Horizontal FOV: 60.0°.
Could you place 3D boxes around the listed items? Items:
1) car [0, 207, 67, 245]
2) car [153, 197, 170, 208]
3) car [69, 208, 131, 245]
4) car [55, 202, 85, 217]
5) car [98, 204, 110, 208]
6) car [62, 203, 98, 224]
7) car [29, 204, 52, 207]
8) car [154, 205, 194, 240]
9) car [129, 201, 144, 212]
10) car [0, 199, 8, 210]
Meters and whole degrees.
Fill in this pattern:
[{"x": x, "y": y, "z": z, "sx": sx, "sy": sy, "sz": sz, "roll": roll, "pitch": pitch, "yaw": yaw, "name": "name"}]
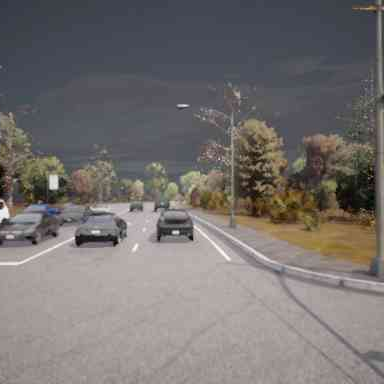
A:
[{"x": -8.009, "y": 1.696, "z": 16.608, "sx": 1.812, "sy": 1.442, "sz": 4.674, "roll": 0, "pitch": -1, "yaw": -5, "name": "car"}, {"x": -4.250, "y": 1.723, "z": 47.141, "sx": 2.150, "sy": 2.045, "sz": 5.566, "roll": 0, "pitch": -1, "yaw": -7, "name": "car"}, {"x": -4.346, "y": 1.723, "z": 16.428, "sx": 1.994, "sy": 1.385, "sz": 4.181, "roll": 0, "pitch": -1, "yaw": -5, "name": "car"}, {"x": -13.725, "y": 1.950, "z": 37.707, "sx": 2.033, "sy": 1.411, "sz": 5.357, "roll": 0, "pitch": -1, "yaw": -7, "name": "car"}, {"x": -9.999, "y": 1.972, "z": 35.971, "sx": 1.895, "sy": 1.301, "sz": 4.718, "roll": 0, "pitch": -1, "yaw": -7, "name": "car"}, {"x": -8.878, "y": 1.761, "z": 25.822, "sx": 1.837, "sy": 1.490, "sz": 4.892, "roll": 0, "pitch": -1, "yaw": -6, "name": "car"}, {"x": -12.537, "y": 1.757, "z": 27.220, "sx": 1.882, "sy": 1.535, "sz": 5.008, "roll": 0, "pitch": -1, "yaw": -6, "name": "car"}, {"x": -0.964, "y": 1.670, "z": 17.999, "sx": 1.837, "sy": 1.490, "sz": 4.892, "roll": 0, "pitch": -1, "yaw": -5, "name": "car"}, {"x": -7.723, "y": 2.011, "z": 46.709, "sx": 1.837, "sy": 1.490, "sz": 4.892, "roll": 0, "pitch": -1, "yaw": -7, "name": "car"}, {"x": -11.588, "y": 1.407, "z": 17.389, "sx": 2.150, "sy": 2.045, "sz": 5.566, "roll": 0, "pitch": -1, "yaw": -5, "name": "car"}]
